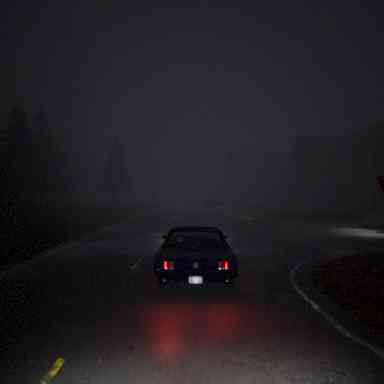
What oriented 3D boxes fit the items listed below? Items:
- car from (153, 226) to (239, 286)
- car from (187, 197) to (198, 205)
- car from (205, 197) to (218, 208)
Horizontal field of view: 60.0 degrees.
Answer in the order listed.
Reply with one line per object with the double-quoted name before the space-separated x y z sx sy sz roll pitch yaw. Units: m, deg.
"car" 0.088 1.626 9.455 1.895 1.301 4.718 0 0 0
"car" 0.076 1.666 62.167 1.837 1.490 4.892 0 0 0
"car" 2.953 1.588 51.204 1.816 1.474 4.193 -6 0 -2
